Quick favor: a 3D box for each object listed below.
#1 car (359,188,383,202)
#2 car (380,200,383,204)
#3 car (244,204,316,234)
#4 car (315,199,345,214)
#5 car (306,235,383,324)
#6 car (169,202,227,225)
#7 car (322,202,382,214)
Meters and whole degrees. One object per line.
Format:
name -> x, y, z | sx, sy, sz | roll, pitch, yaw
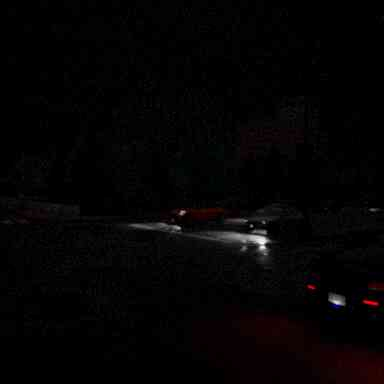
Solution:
car -> 23.371, 0.664, 41.977 | 5.566, 2.045, 2.150 | -6, 3, -35
car -> 20.213, 1.561, 31.183 | 5.357, 1.411, 2.033 | -3, 2, -34
car -> 5.365, 1.719, 20.698 | 4.674, 1.442, 1.812 | 1, 0, -35
car -> 15.089, 1.547, 36.150 | 5.008, 1.535, 1.882 | -3, 2, -35
car -> 4.244, 1.615, 6.787 | 4.674, 1.442, 1.812 | 1, 0, -36
car -> 0.442, 1.538, 25.854 | 4.553, 1.767, 2.097 | 1, -1, -34
car -> 12.416, 1.785, 25.675 | 4.674, 1.442, 1.812 | 0, 0, -35
